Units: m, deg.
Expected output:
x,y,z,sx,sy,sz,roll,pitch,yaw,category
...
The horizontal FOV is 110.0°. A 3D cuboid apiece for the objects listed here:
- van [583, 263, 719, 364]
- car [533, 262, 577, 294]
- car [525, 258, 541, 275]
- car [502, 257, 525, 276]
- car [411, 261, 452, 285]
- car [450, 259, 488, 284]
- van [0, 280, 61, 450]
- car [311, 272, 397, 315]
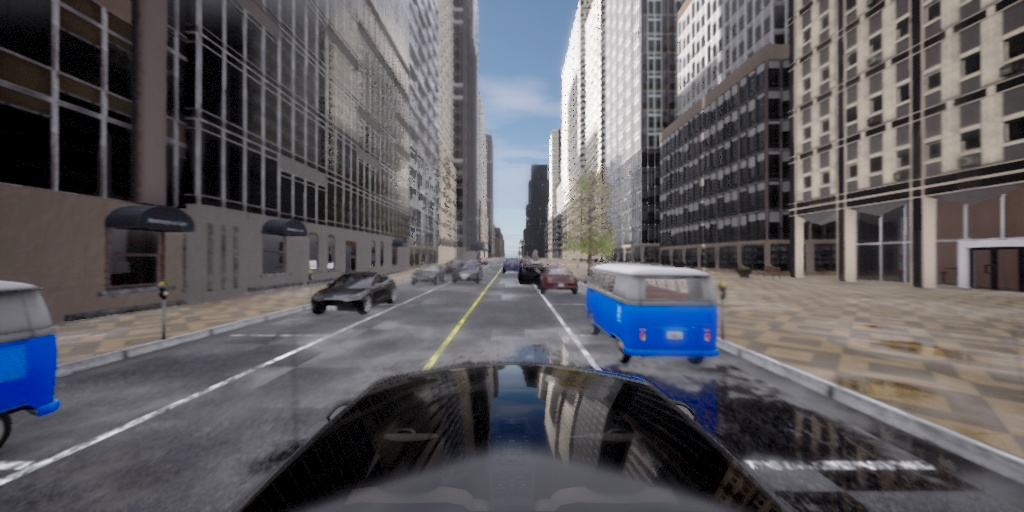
x,y,z,sx,sy,sz,roll,pitch,yaw,category
2.691,1.072,7.784,1.690,1.789,3.998,0,0,0,van
2.352,1.220,19.417,1.812,1.442,4.674,0,0,0,car
2.689,1.175,41.917,2.007,1.370,4.403,0,0,0,car
0.024,0.981,40.024,2.097,1.767,4.553,0,0,1,car
-5.691,1.226,24.871,2.007,1.370,4.403,0,0,0,car
-3.093,1.166,25.789,2.128,1.511,4.902,0,0,0,car
-5.689,1.089,2.115,1.690,1.789,3.998,0,0,0,van
-5.690,1.277,13.493,1.948,1.339,4.313,0,0,0,car
